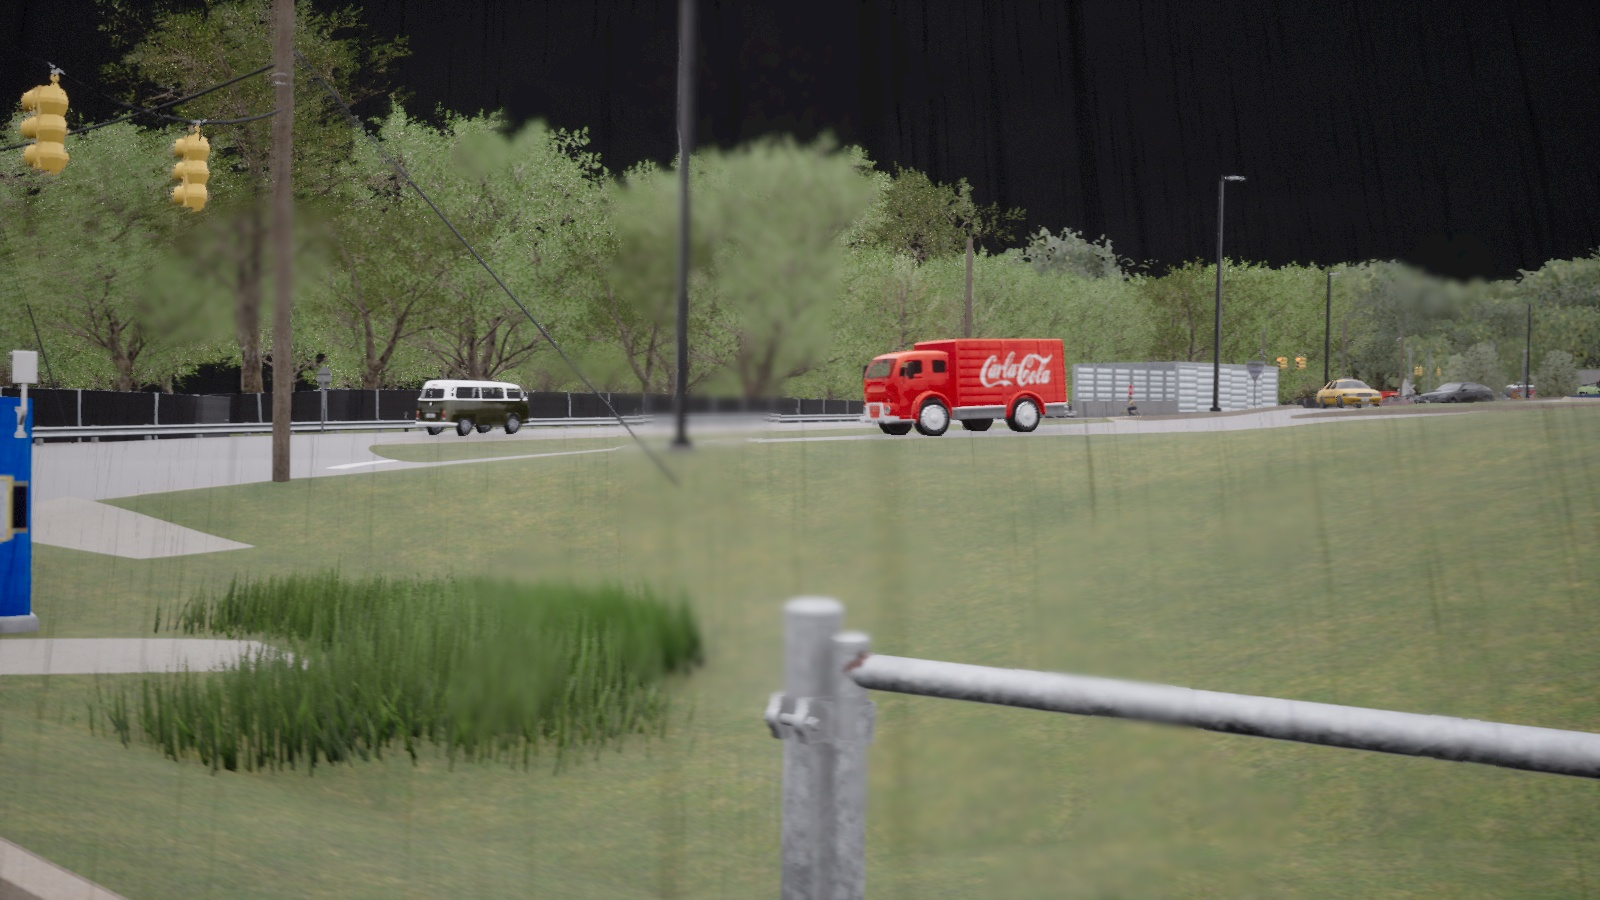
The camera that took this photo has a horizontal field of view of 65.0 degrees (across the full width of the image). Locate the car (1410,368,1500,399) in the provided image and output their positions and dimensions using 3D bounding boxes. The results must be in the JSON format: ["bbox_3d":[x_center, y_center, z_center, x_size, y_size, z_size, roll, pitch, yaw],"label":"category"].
[{"bbox_3d":[35.230,-3.557,67.519,4.674,1.442,1.812,-4,3,-25],"label":"car"}]

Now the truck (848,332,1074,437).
[{"bbox_3d":[4.221,-1.728,32.986,5.204,2.467,2.627,-4,3,-25],"label":"truck"}]

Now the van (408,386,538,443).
[{"bbox_3d":[-12.126,-1.357,46.902,2.069,2.038,4.480,0,3,31],"label":"van"}]

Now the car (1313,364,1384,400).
[{"bbox_3d":[26.114,-3.210,59.968,1.801,1.575,5.366,-1,2,9],"label":"car"}]
